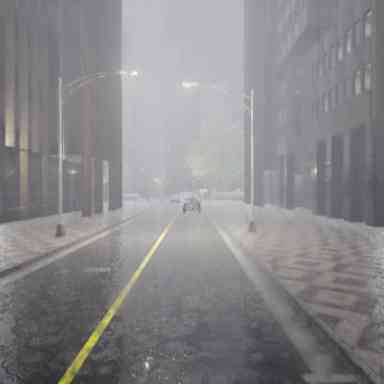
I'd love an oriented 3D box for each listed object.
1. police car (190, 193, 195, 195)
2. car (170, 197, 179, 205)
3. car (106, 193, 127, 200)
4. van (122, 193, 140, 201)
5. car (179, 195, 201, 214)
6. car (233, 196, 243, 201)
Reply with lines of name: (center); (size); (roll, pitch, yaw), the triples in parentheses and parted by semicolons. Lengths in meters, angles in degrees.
police car: (-0.008, 1.061, 69.996); (2.038, 1.542, 4.974); (0, 0, 0)
car: (-3.008, 1.578, 60.499); (1.895, 1.301, 4.718); (0, 0, 0)
car: (-19.997, 1.195, 88.299); (5.009, 1.841, 2.192); (0, 1, 0)
van: (-14.590, 1.358, 79.748); (3.998, 1.788, 1.690); (0, 1, 0)
car: (-0.002, 1.399, 35.713); (2.033, 1.649, 4.856); (0, 0, 0)
car: (12.067, 1.635, 79.621); (4.313, 1.339, 1.947); (0, 1, 0)
